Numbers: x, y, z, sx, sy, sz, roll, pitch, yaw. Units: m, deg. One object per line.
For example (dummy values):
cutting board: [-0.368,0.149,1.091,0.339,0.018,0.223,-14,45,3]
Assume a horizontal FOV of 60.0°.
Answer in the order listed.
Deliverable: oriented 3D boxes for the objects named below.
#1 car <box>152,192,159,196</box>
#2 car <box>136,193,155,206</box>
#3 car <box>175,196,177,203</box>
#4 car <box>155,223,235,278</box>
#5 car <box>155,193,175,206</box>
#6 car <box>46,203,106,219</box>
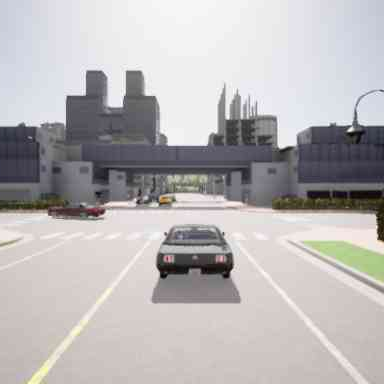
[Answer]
car: [-7.671,1.115,68.575,2.150,2.045,5.566,0,0,0]
car: [-7.736,1.411,53.026,2.128,1.511,4.902,0,0,0]
car: [-4.171,1.392,68.769,1.837,1.490,4.892,0,0,0]
car: [0.078,1.582,9.993,1.895,1.301,4.718,0,0,0]
car: [-4.234,1.397,52.966,1.882,1.535,5.008,0,0,0]
car: [-9.818,1.566,28.112,4.718,1.301,1.895,0,0,16]
